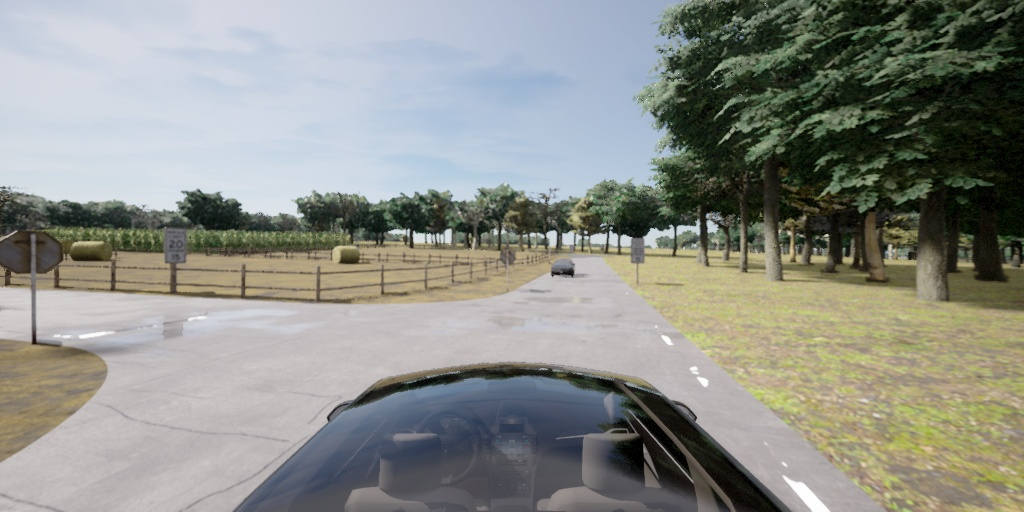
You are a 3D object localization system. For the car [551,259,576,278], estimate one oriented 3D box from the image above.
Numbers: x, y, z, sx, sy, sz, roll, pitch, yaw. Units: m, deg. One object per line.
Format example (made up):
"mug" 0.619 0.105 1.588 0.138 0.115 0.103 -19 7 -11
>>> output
"car" 4.475 0.992 31.059 1.882 1.535 5.008 0 1 13
